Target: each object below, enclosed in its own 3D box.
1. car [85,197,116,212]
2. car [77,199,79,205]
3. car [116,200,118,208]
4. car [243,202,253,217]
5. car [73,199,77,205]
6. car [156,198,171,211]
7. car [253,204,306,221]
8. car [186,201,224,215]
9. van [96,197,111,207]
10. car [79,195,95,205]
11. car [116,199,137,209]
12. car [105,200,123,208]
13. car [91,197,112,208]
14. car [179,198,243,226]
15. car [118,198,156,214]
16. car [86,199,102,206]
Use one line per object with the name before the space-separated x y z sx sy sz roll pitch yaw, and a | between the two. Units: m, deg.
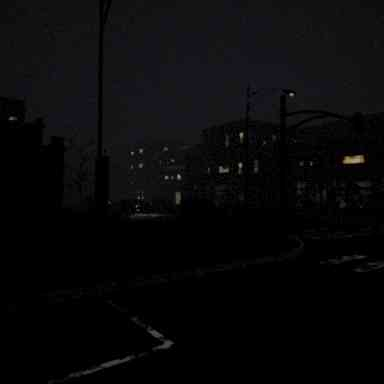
car | -11.692 1.723 42.471 1.967 1.590 4.097 0 -1 -35
car | -23.794 2.290 74.594 1.802 1.307 4.206 0 -1 -35
car | -10.560 2.019 50.913 1.895 1.301 4.718 1 -1 -34
car | 4.682 1.674 33.579 1.967 1.590 4.097 0 -1 -35
car | -26.957 2.343 79.152 1.802 1.307 4.206 0 -1 -35
car | -4.810 1.708 47.252 2.192 1.841 5.009 0 -1 -35
car | 7.846 1.747 29.020 1.947 1.339 4.313 0 -1 -35
car | 1.421 1.814 38.275 1.752 1.417 4.829 0 -1 -35
van | -17.466 1.944 65.482 1.690 1.788 3.998 0 -1 -35
car | -15.548 1.299 52.761 2.150 2.045 5.566 1 -1 -35
car | -11.138 1.938 56.366 1.967 1.590 4.097 0 -1 -35
car | -14.301 2.133 60.922 1.802 1.307 4.206 0 -1 -35
car | -15.939 1.858 58.573 2.097 1.767 4.553 1 -1 -35
car | 0.963 1.387 24.243 2.192 1.841 5.009 0 -1 -35
car | -6.595 1.620 39.693 2.097 1.767 4.553 1 -1 -35
car | -20.629 2.200 70.038 1.887 1.381 4.507 0 -1 -35
